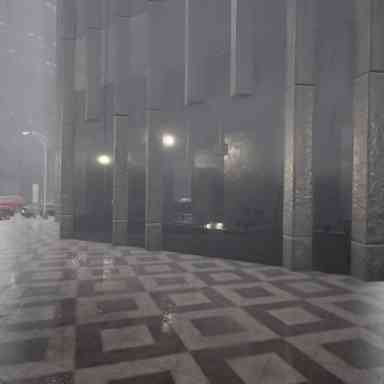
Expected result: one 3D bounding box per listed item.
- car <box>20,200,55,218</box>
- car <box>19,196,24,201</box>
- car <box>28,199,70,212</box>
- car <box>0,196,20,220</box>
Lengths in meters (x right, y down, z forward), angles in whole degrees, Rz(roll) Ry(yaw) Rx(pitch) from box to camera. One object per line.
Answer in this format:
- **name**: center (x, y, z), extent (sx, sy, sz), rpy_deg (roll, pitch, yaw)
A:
- **car**: center (-13.821, 1.742, 31.318), extent (1.947, 1.339, 4.313), rpy_deg (1, 0, 35)
- **car**: center (-20.757, 1.353, 36.267), extent (2.192, 1.841, 5.009), rpy_deg (1, 0, 35)
- **car**: center (-17.488, 1.634, 40.865), extent (1.947, 1.339, 4.313), rpy_deg (1, 0, 35)
- **car**: center (-17.090, 1.463, 26.719), extent (2.192, 1.841, 5.009), rpy_deg (1, 0, 35)
